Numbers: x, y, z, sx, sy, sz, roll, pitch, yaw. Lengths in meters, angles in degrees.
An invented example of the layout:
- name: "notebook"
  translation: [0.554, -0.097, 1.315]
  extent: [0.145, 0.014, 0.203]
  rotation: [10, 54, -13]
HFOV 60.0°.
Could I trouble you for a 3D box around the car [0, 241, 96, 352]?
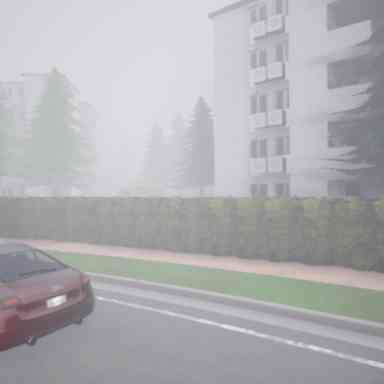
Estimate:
- name: "car"
  translation: [-3.750, 1.596, 5.893]
  extent: [4.181, 1.385, 1.994]
  rotation: [0, 0, 29]
